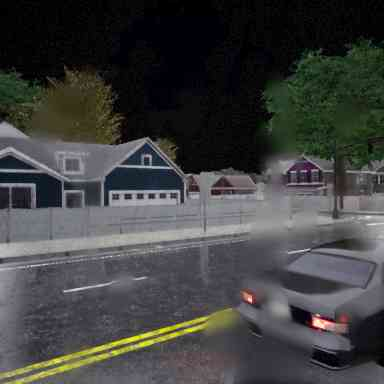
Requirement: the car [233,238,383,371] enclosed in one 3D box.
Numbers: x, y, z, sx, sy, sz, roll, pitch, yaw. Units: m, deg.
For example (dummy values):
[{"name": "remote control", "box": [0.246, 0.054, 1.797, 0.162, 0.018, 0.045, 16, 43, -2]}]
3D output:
[{"name": "car", "box": [3.158, 1.539, 5.719, 5.357, 1.411, 2.033, 0, 0, -36]}]
